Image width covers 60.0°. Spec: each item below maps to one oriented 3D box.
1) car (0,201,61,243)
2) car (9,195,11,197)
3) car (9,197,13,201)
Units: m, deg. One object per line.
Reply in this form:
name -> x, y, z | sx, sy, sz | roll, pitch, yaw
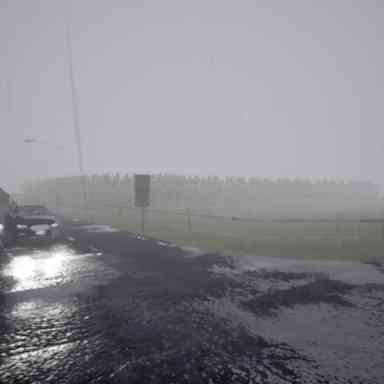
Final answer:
car -> -7.598, 1.372, 15.619 | 2.128, 1.511, 4.902 | 0, 1, -35
car -> -28.311, 1.111, 50.439 | 2.033, 1.411, 5.357 | 0, 1, -35
car -> -13.477, 1.349, 24.036 | 2.033, 1.411, 5.357 | 0, 1, -35
